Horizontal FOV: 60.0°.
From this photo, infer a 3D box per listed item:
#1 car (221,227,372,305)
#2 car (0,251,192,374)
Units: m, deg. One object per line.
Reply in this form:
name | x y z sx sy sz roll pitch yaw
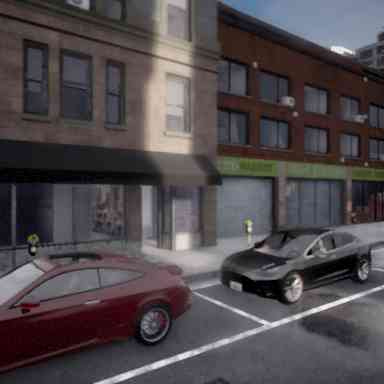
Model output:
car | 2.686 1.565 8.104 4.313 1.339 1.947 0 0 -36
car | -1.940 1.582 4.803 4.206 1.307 1.802 0 0 -36
